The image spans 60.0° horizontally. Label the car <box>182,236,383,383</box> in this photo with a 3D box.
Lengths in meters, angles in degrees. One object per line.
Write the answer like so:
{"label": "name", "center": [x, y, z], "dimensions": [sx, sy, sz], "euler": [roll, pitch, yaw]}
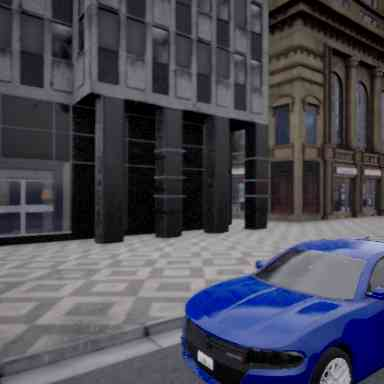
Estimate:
{"label": "car", "center": [2.173, 1.487, 4.930], "dimensions": [5.008, 1.535, 1.882], "euler": [0, 0, -35]}
